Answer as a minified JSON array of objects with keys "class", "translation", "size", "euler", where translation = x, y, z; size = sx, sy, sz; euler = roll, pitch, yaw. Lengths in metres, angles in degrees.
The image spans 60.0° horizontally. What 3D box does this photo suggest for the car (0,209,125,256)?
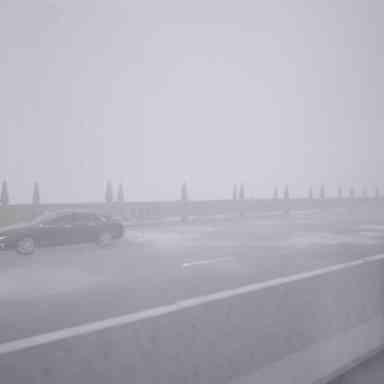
[{"class":"car","translation":[-5.110,1.480,13.208],"size":[4.892,1.490,1.837],"euler":[0,0,-35]}]
